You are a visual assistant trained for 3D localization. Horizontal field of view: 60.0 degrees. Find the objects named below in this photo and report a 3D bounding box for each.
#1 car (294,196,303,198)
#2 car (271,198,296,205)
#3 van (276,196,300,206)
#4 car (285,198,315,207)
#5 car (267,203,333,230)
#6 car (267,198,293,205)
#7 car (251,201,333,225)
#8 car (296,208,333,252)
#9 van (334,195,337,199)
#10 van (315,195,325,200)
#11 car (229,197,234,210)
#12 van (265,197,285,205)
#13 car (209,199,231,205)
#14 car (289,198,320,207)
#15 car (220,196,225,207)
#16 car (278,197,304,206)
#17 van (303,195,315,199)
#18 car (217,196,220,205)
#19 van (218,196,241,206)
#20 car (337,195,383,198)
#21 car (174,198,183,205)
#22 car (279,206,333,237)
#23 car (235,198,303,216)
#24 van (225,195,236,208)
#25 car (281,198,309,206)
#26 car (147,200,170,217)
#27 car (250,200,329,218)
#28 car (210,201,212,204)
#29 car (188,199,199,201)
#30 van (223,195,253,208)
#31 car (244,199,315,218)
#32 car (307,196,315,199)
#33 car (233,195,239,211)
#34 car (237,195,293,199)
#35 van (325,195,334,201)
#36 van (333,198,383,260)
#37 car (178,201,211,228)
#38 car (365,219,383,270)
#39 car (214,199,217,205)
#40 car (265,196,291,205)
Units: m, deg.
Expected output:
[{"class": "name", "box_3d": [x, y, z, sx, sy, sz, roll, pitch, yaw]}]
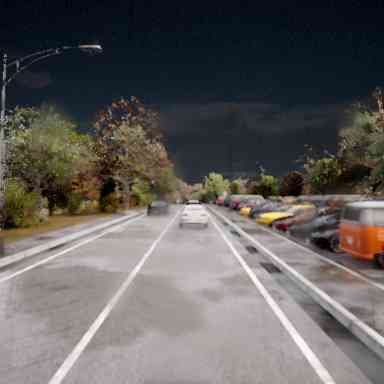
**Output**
[{"class": "car", "box_3d": [20.108, 1.801, 54.590, 5.366, 1.575, 1.946, 0, -1, 0]}, {"class": "car", "box_3d": [20.381, 2.197, 73.978, 4.892, 1.521, 2.231, 0, -1, 0]}, {"class": "van", "box_3d": [20.490, 1.914, 71.212, 4.442, 1.987, 1.878, 0, -1, 0]}, {"class": "car", "box_3d": [20.328, 1.972, 62.899, 5.008, 1.535, 2.097, 0, -1, 0]}, {"class": "car", "box_3d": [7.009, 1.573, 18.754, 4.792, 1.488, 2.163, 0, 0, 0]}, {"class": "car", "box_3d": [20.215, 2.250, 76.746, 5.366, 1.575, 1.946, 0, -1, 0]}, {"class": "car", "box_3d": [6.867, 1.552, 21.531, 5.366, 1.575, 1.946, 0, 0, 0]}, {"class": "car", "box_3d": [6.982, 1.550, 13.202, 4.792, 1.488, 2.163, 0, 0, 0]}, {"class": "van", "box_3d": [20.343, 1.405, 40.887, 4.442, 1.987, 1.878, 0, 0, 0]}, {"class": "van", "box_3d": [20.136, 1.428, 46.436, 4.442, 1.987, 1.878, 0, -1, 0]}, {"class": "car", "box_3d": [7.127, 1.623, 38.187, 5.008, 1.535, 2.097, 0, 0, 0]}, {"class": "van", "box_3d": [20.545, 2.165, 82.408, 4.442, 1.987, 1.878, 0, -2, 0]}, {"class": "car", "box_3d": [7.177, 2.474, 85.338, 5.366, 1.575, 1.946, 0, -2, 0]}, {"class": "car", "box_3d": [20.314, 1.917, 60.129, 4.892, 1.521, 2.231, 0, -1, 0]}, {"class": "car", "box_3d": [7.202, 1.407, 46.516, 5.566, 2.045, 2.435, 0, 0, 0]}, {"class": "car", "box_3d": [20.329, 1.958, 68.442, 4.553, 1.767, 2.185, 0, -1, 0]}, {"class": "van", "box_3d": [20.162, 1.522, 51.826, 4.442, 1.987, 1.878, 0, -1, 0]}, {"class": "car", "box_3d": [7.197, 1.896, 57.599, 4.792, 1.488, 2.163, 0, -1, 0]}, {"class": "van", "box_3d": [7.384, 1.809, 65.929, 4.442, 1.987, 1.878, 0, -1, 0]}, {"class": "car", "box_3d": [20.184, 1.369, 38.117, 5.566, 2.045, 2.435, 0, 0, 0]}, {"class": "car", "box_3d": [-3.021, 2.068, 74.108, 2.128, 1.511, 4.902, 0, -1, 0]}, {"class": "car", "box_3d": [6.996, 1.561, 15.978, 4.792, 1.488, 2.163, 0, 0, 0]}, {"class": "car", "box_3d": [6.907, 1.586, 29.859, 5.366, 1.575, 1.946, 0, 0, 0]}, {"class": "van", "box_3d": [7.043, 1.421, 43.741, 4.442, 1.987, 1.878, 0, 0, 0]}, {"class": "car", "box_3d": [20.342, 2.030, 65.794, 5.008, 1.535, 2.097, 0, -1, 0]}, {"class": "car", "box_3d": [-3.277, 1.586, 33.006, 1.882, 1.535, 5.008, 0, 0, 0]}, {"class": "car", "box_3d": [7.072, 1.567, 24.306, 4.892, 1.521, 2.231, 0, 0, 0]}, {"class": "car", "box_3d": [7.280, 1.952, 74.257, 5.566, 2.045, 2.435, 0, -1, 0]}, {"class": "car", "box_3d": [0.193, 1.649, 40.740, 1.882, 1.535, 5.008, 0, -1, 0]}, {"class": "van", "box_3d": [7.084, 1.529, 52.052, 4.442, 1.987, 1.878, 0, -1, 0]}, {"class": "car", "box_3d": [7.073, 1.579, 27.082, 4.892, 1.521, 2.231, 0, 0, 0]}, {"class": "car", "box_3d": [20.271, 1.692, 49.052, 5.008, 1.535, 2.097, 0, -1, 0]}, {"class": "car", "box_3d": [7.088, 1.486, 35.411, 4.553, 1.767, 2.185, 0, 0, 0]}, {"class": "car", "box_3d": [7.075, 1.475, 32.635, 4.553, 1.767, 2.185, 0, 0, 0]}, {"class": "van", "box_3d": [20.355, 1.416, 43.532, 4.442, 1.987, 1.878, 0, 0, 0]}, {"class": "van", "box_3d": [7.115, 1.283, 10.426, 4.442, 1.987, 1.878, 0, 0, 0]}, {"class": "car", "box_3d": [0.137, 1.584, 22.767, 1.812, 1.442, 4.674, 0, 0, 0]}, {"class": "car", "box_3d": [7.014, 1.527, 7.649, 4.792, 1.488, 2.163, 0, 0, 0]}, {"class": "car", "box_3d": [7.260, 1.979, 63.149, 5.008, 1.535, 2.097, 0, -1, 0]}, {"class": "car", "box_3d": [20.442, 2.064, 79.518, 5.566, 2.045, 2.435, 0, -2, 0]}]
